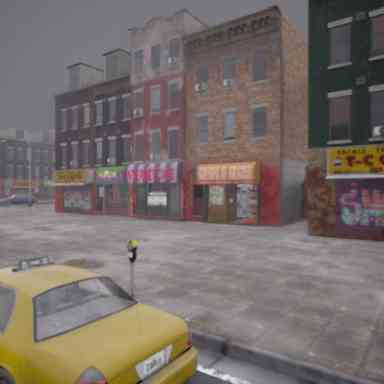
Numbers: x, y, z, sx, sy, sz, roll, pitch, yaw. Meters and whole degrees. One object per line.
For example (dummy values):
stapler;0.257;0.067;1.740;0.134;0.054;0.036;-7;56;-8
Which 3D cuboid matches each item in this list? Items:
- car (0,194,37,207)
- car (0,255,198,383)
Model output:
car;-21.478;0.992;40.738;1.812;1.442;4.674;0;2;35
car;-2.225;1.528;4.387;4.829;1.417;1.752;0;0;35
